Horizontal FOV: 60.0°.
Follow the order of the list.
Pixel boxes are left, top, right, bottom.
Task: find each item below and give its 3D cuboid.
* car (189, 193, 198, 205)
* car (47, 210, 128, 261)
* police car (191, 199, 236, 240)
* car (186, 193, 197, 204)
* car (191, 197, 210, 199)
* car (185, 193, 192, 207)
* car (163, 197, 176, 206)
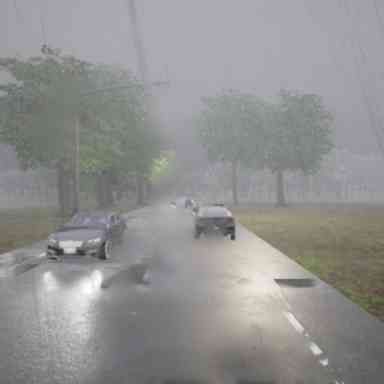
[{"bbox_3d":[1.037,1.287,32.774,2.097,1.767,4.553,0,0,0],"label":"car"},{"bbox_3d":[-3.605,1.457,12.247,2.128,1.511,4.902,0,0,0],"label":"car"},{"bbox_3d":[1.044,1.382,16.910,1.930,1.638,5.238,0,0,0],"label":"police car"},{"bbox_3d":[-0.025,1.289,68.244,2.150,2.045,5.566,0,0,0],"label":"car"},{"bbox_3d":[1.040,1.444,26.801,1.837,1.490,4.892,0,0,0],"label":"car"},{"bbox_3d":[-0.018,1.338,49.983,2.097,1.767,4.553,0,0,0],"label":"car"},{"bbox_3d":[-3.585,1.501,53.827,2.128,1.511,4.902,0,0,0],"label":"car"}]
